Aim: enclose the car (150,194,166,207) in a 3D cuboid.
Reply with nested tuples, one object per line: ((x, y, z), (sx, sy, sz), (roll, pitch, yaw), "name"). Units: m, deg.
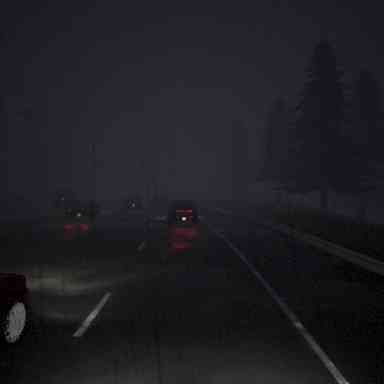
((-4.121, 1.020, 42.178), (1.882, 1.535, 5.008), (0, 1, -14), "car")

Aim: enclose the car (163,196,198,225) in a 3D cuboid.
((-0.733, 1.267, 22.016), (1.837, 1.490, 4.892), (1, 1, -6), "car")

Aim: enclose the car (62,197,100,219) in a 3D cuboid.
((-8.321, 1.320, 25.799), (1.895, 1.301, 4.718), (0, 1, -8), "car")

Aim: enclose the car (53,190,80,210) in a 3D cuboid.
((-13.428, 0.834, 35.760), (2.150, 2.045, 5.566), (0, 1, -12), "car")

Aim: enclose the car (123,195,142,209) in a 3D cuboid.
((-6.631, 1.103, 37.157), (1.837, 1.490, 4.892), (1, 1, -12), "car")

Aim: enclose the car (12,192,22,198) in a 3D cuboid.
((-36.918, 0.703, 70.352), (1.882, 1.535, 5.008), (0, 1, -27), "car")

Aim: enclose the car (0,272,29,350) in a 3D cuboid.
((-3.409, 1.442, 3.087), (1.882, 1.535, 5.008), (0, 1, 0), "car")
